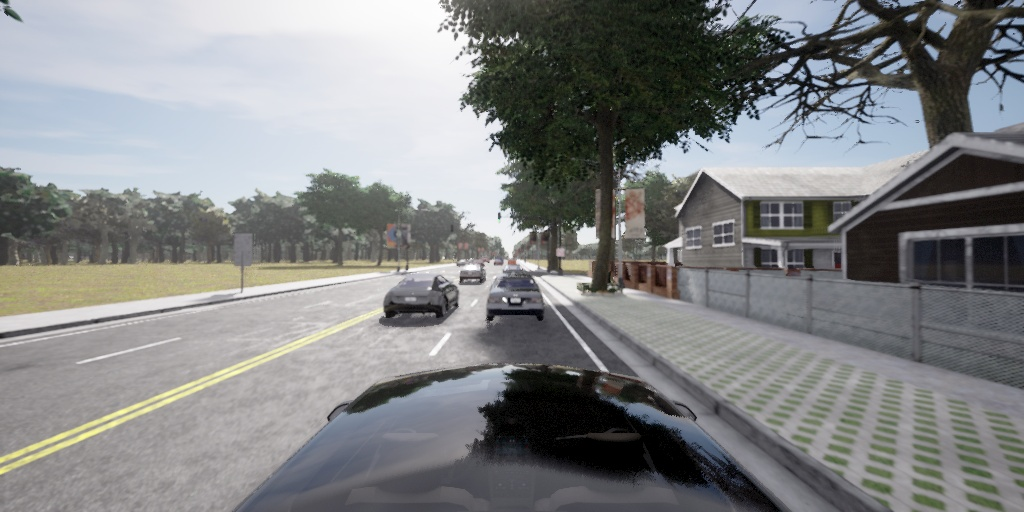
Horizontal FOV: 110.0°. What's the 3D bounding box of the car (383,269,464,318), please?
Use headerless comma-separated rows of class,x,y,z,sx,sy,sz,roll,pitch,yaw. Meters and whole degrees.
car,-3.155,1.335,13.202,1.994,1.385,4.181,0,0,0

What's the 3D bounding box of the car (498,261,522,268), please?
car,0.094,1.355,29.417,2.033,1.411,5.357,0,0,0

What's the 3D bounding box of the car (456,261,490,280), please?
car,-3.155,1.355,29.412,2.033,1.411,5.357,0,0,0

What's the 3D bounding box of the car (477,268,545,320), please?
car,0.099,1.319,12.737,2.033,1.411,5.357,0,0,0
